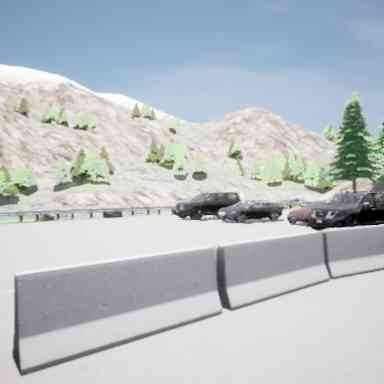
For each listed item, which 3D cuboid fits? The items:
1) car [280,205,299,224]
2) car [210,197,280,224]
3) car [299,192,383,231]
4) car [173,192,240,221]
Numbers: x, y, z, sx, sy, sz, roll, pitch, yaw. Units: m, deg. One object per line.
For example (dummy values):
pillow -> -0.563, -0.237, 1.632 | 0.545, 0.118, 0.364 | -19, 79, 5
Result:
car -> 8.185, 1.317, 21.134 | 4.674, 1.442, 1.812 | -1, 0, -28
car -> 4.031, 1.299, 22.824 | 4.902, 1.511, 2.128 | -1, 0, -29
car -> 8.573, 1.037, 17.386 | 5.566, 2.045, 2.150 | -1, 1, -29
car -> 1.331, 1.027, 25.338 | 5.566, 2.045, 2.150 | -1, 0, -30
